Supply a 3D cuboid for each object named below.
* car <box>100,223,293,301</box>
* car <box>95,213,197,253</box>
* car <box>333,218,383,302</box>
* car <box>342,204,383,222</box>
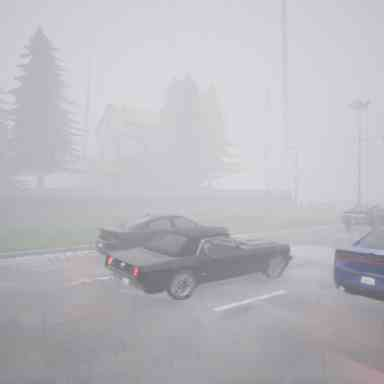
[{"bbox_3d":[0.387,1.610,8.367,4.718,1.301,1.895,0,0,-36],"label":"car"},{"bbox_3d":[-0.848,1.489,11.804,5.008,1.535,1.882,0,0,-36],"label":"car"},{"bbox_3d":[5.259,1.489,7.585,5.008,1.535,1.882,0,0,-36],"label":"car"},{"bbox_3d":[11.214,1.520,20.512,4.902,1.511,2.128,0,0,-36],"label":"car"}]
